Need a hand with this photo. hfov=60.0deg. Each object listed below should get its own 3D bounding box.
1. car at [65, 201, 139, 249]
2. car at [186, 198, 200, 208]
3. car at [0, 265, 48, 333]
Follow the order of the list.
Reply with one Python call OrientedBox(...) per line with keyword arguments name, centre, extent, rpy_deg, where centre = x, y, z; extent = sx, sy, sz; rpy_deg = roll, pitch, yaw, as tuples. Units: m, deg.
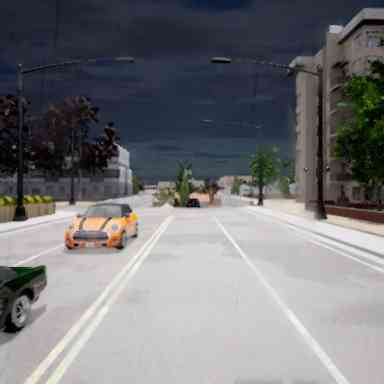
OrientedBox(name="car", centre=(-3.566, 1.253, 13.893), extent=(2.097, 1.767, 4.553), rpy_deg=(0, 0, 0))
OrientedBox(name="car", centre=(0.163, 1.665, 48.421), extent=(1.882, 1.535, 5.008), rpy_deg=(0, -7, 0))
OrientedBox(name="car", centre=(-3.597, 1.571, 3.928), extent=(1.895, 1.301, 4.718), rpy_deg=(0, 0, 0))
